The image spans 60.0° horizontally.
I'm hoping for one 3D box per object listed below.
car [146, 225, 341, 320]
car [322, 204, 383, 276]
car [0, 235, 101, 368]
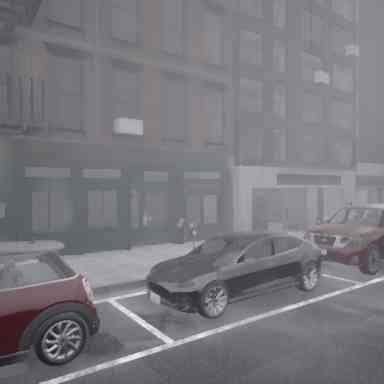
[{"bbox_3d":[1.103,1.564,7.327,4.313,1.339,1.947,0,-1,-35],"label":"car"},{"bbox_3d":[5.586,1.313,10.528,5.009,1.841,2.192,0,-1,-35],"label":"car"},{"bbox_3d":[-3.381,1.439,4.130,4.097,1.590,1.967,0,-1,-35],"label":"car"}]
